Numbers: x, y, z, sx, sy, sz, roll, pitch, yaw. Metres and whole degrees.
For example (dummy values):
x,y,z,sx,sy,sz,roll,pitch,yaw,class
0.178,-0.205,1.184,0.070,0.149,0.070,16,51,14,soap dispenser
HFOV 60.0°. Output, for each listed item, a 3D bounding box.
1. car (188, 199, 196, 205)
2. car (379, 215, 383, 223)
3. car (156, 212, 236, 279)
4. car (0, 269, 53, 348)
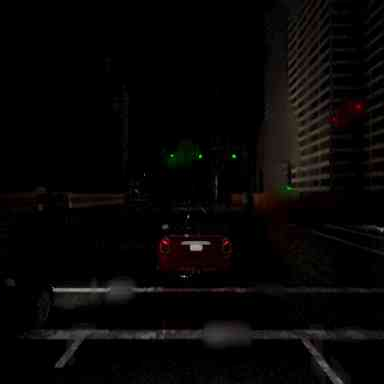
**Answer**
x,y,z,sx,sy,sz,roll,pitch,yaw,class
-0.001,2.328,76.752,1.895,1.301,4.718,0,-1,0,car
16.271,1.773,23.469,5.357,1.411,2.033,0,-1,0,car
0.100,1.453,10.514,2.097,1.767,4.553,0,-1,0,car
-3.401,1.566,4.064,1.812,1.442,4.674,0,-1,0,car
